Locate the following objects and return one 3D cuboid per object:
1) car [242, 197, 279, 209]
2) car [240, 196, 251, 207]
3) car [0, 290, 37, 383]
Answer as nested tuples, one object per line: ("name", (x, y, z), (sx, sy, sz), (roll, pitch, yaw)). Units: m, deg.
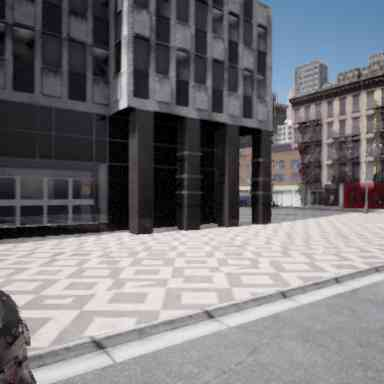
("car", (10.858, 1.920, 51.753), (2.033, 1.411, 5.357), (0, -1, -36))
("car", (9.353, 1.655, 59.090), (2.150, 2.045, 5.566), (0, 0, -36))
("car", (-3.457, 1.213, 0.911), (5.566, 2.045, 2.150), (0, 0, -36))
